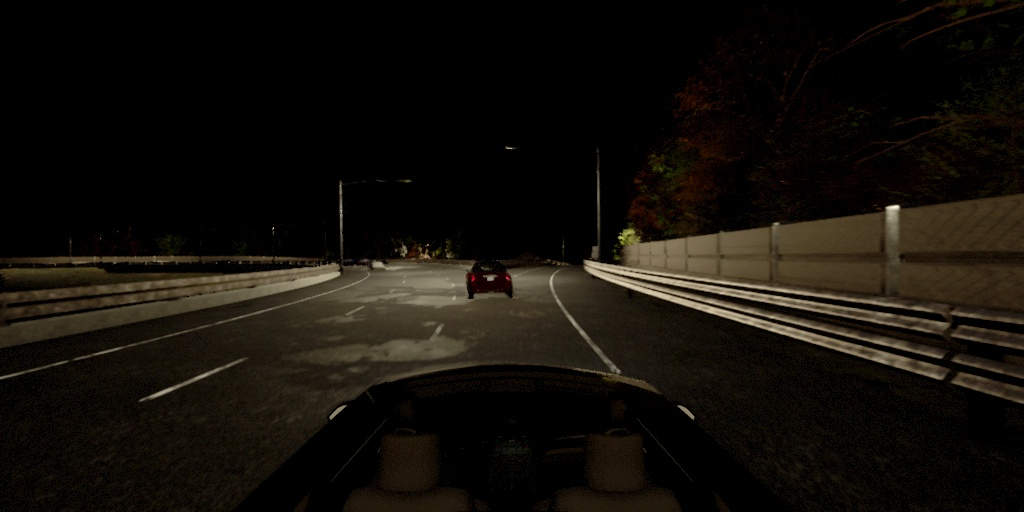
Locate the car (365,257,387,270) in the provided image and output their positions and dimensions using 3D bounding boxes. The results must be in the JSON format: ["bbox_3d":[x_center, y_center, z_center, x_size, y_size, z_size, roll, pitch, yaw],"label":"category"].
[{"bbox_3d":[-20.207,1.332,53.142,1.812,1.442,4.674,-1,0,-29],"label":"car"}]

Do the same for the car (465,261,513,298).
[{"bbox_3d":[-1.261,1.047,18.277,2.097,1.767,4.553,-1,0,-8],"label":"car"}]
